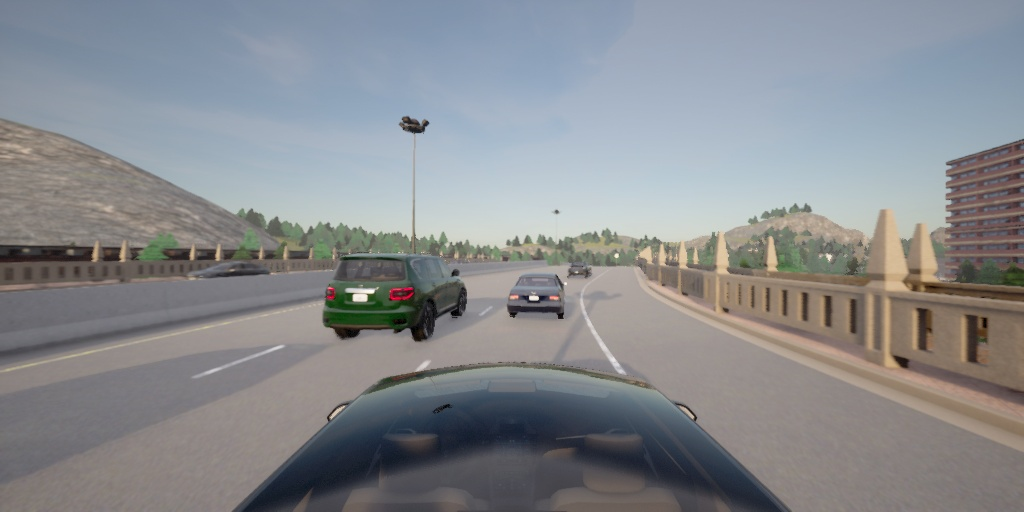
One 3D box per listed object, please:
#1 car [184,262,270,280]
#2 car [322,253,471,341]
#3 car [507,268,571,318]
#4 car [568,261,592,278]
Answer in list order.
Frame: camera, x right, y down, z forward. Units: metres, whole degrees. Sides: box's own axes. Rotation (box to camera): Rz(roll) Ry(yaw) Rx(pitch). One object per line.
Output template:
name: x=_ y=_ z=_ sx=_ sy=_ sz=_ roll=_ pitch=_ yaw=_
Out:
car: x=-18.511 y=1.159 z=23.594 sx=1.837 sy=1.490 sz=4.892 roll=0 pitch=-1 yaw=12
car: x=-2.853 y=0.954 z=10.041 sx=2.150 sy=2.045 sz=5.566 roll=0 pitch=0 yaw=6
car: x=1.009 y=1.297 z=13.132 sx=2.033 sy=1.411 sz=5.357 roll=0 pitch=0 yaw=8
car: x=6.491 y=1.256 z=34.227 sx=2.128 sy=1.511 sz=4.902 roll=0 pitch=0 yaw=18
